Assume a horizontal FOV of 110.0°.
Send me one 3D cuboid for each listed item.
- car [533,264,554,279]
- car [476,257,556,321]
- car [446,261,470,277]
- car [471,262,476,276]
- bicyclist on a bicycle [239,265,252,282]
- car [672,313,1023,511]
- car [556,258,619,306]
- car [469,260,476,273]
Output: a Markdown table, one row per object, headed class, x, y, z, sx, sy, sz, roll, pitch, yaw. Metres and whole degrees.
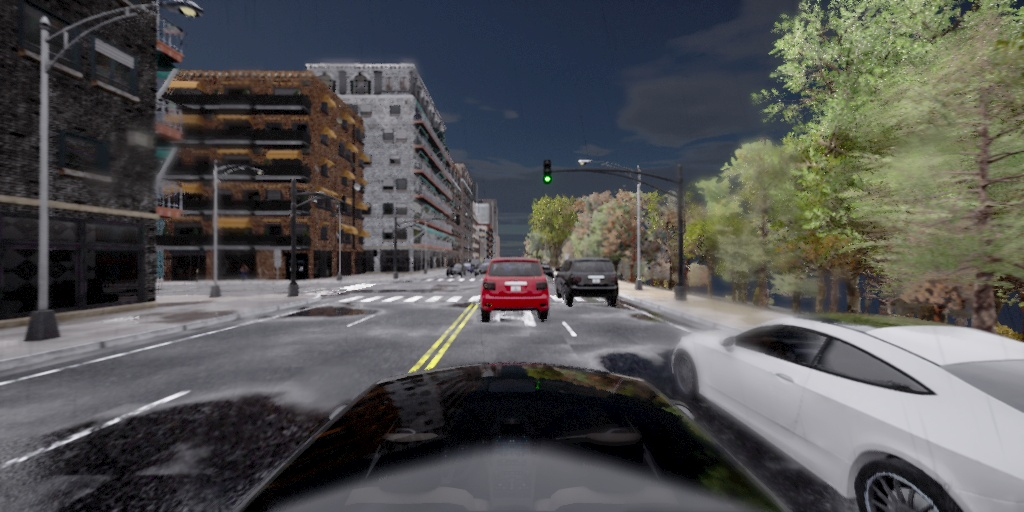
| class | x | y | z | sx | sy | sz | roll | pitch | yaw |
| --- | --- | --- | --- | --- | --- | --- | --- | --- | --- |
| car | 3.341 | 1.607 | 38.980 | 1.837 | 1.490 | 4.892 | 0 | -1 | 0 |
| car | 0.015 | 1.077 | 13.160 | 2.150 | 2.045 | 5.566 | 0 | -1 | -2 |
| car | -6.572 | 1.643 | 42.726 | 1.837 | 1.490 | 4.892 | 0 | -1 | 2 |
| car | -3.352 | 1.706 | 43.125 | 1.994 | 1.385 | 4.181 | 0 | -1 | 0 |
| bicyclist on a bicycle | -24.886 | 1.626 | 33.463 | 0.582 | 1.620 | 1.656 | -1 | 0 | -1 |
| car | 3.347 | 1.293 | 3.539 | 1.812 | 1.442 | 4.674 | 0 | -1 | 0 |
| car | 3.350 | 1.113 | 16.934 | 2.150 | 2.045 | 5.566 | 0 | -1 | 0 |
| car | -6.572 | 1.755 | 51.972 | 1.812 | 1.442 | 4.674 | 0 | -1 | 0 |
